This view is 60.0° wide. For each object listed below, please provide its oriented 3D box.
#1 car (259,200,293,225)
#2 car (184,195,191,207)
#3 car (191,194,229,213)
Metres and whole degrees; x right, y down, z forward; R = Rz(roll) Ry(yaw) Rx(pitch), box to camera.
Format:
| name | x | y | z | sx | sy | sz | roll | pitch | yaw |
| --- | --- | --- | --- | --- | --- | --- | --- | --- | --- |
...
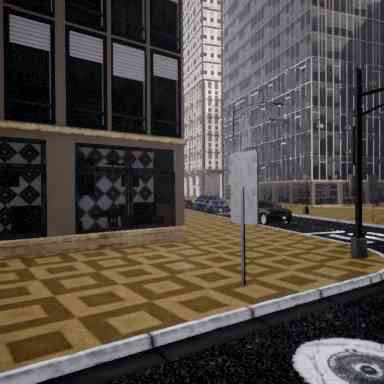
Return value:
| name | x | y | z | sx | sy | sz | roll | pitch | yaw |
| --- | --- | --- | --- | --- | --- | --- | --- | --- | --- |
| car | 4.888 | 1.278 | 22.856 | 1.882 | 1.535 | 5.008 | -1 | 1 | -19 |
| car | -1.315 | 1.094 | 41.349 | 1.994 | 1.385 | 4.181 | -1 | 1 | -18 |
| car | 1.839 | 1.020 | 31.929 | 2.097 | 1.767 | 4.553 | -1 | 1 | -19 |
